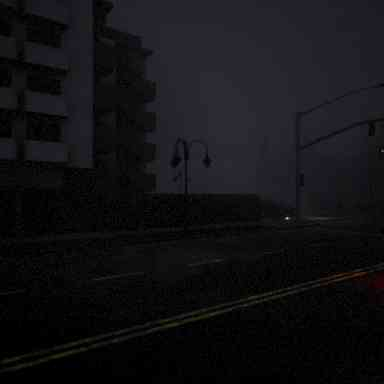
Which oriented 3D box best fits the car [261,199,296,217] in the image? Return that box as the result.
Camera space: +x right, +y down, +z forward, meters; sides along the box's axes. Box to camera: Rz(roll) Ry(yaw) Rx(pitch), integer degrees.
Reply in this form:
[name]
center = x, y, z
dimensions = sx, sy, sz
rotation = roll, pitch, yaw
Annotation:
[car]
center = 7.834, 1.478, 32.203
dimensions = 1.882, 1.535, 5.008
rotation = 0, 0, -38
